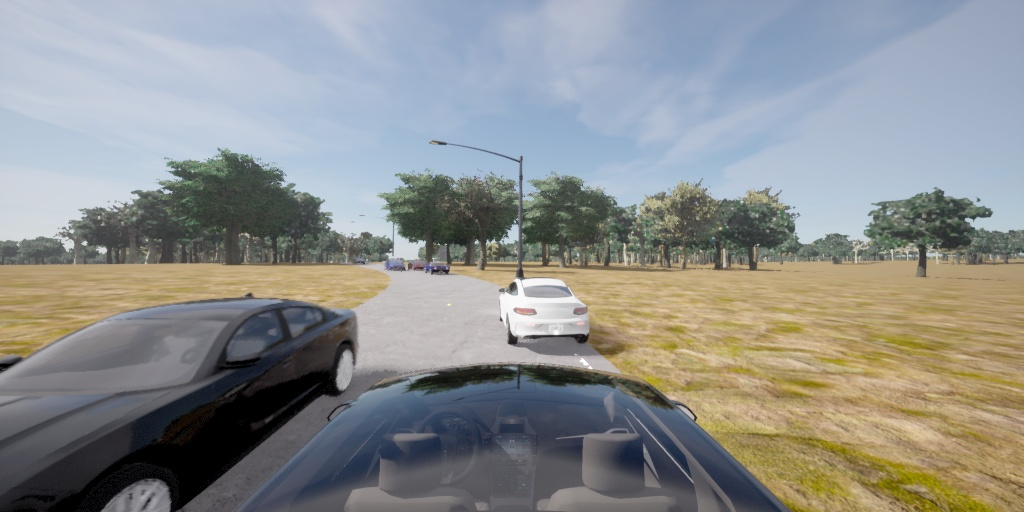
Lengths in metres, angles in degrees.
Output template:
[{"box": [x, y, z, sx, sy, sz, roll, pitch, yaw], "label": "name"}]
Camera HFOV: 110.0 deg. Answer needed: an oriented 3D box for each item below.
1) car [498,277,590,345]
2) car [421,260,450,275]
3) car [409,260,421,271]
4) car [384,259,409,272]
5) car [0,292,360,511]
[{"box": [0.665, 1.277, 9.483, 1.812, 1.442, 4.674, 0, 0, -5], "label": "car"}, {"box": [-7.992, 1.246, 37.928, 1.895, 1.301, 4.718, 1, 0, -24], "label": "car"}, {"box": [-12.234, 1.139, 46.434, 1.994, 1.385, 4.181, 1, 0, -30], "label": "car"}, {"box": [-14.094, 1.068, 43.102, 1.812, 1.442, 4.674, 1, 0, -28], "label": "car"}, {"box": [-3.281, 1.226, 3.709, 1.882, 1.535, 5.008, 0, 0, -3], "label": "car"}]
